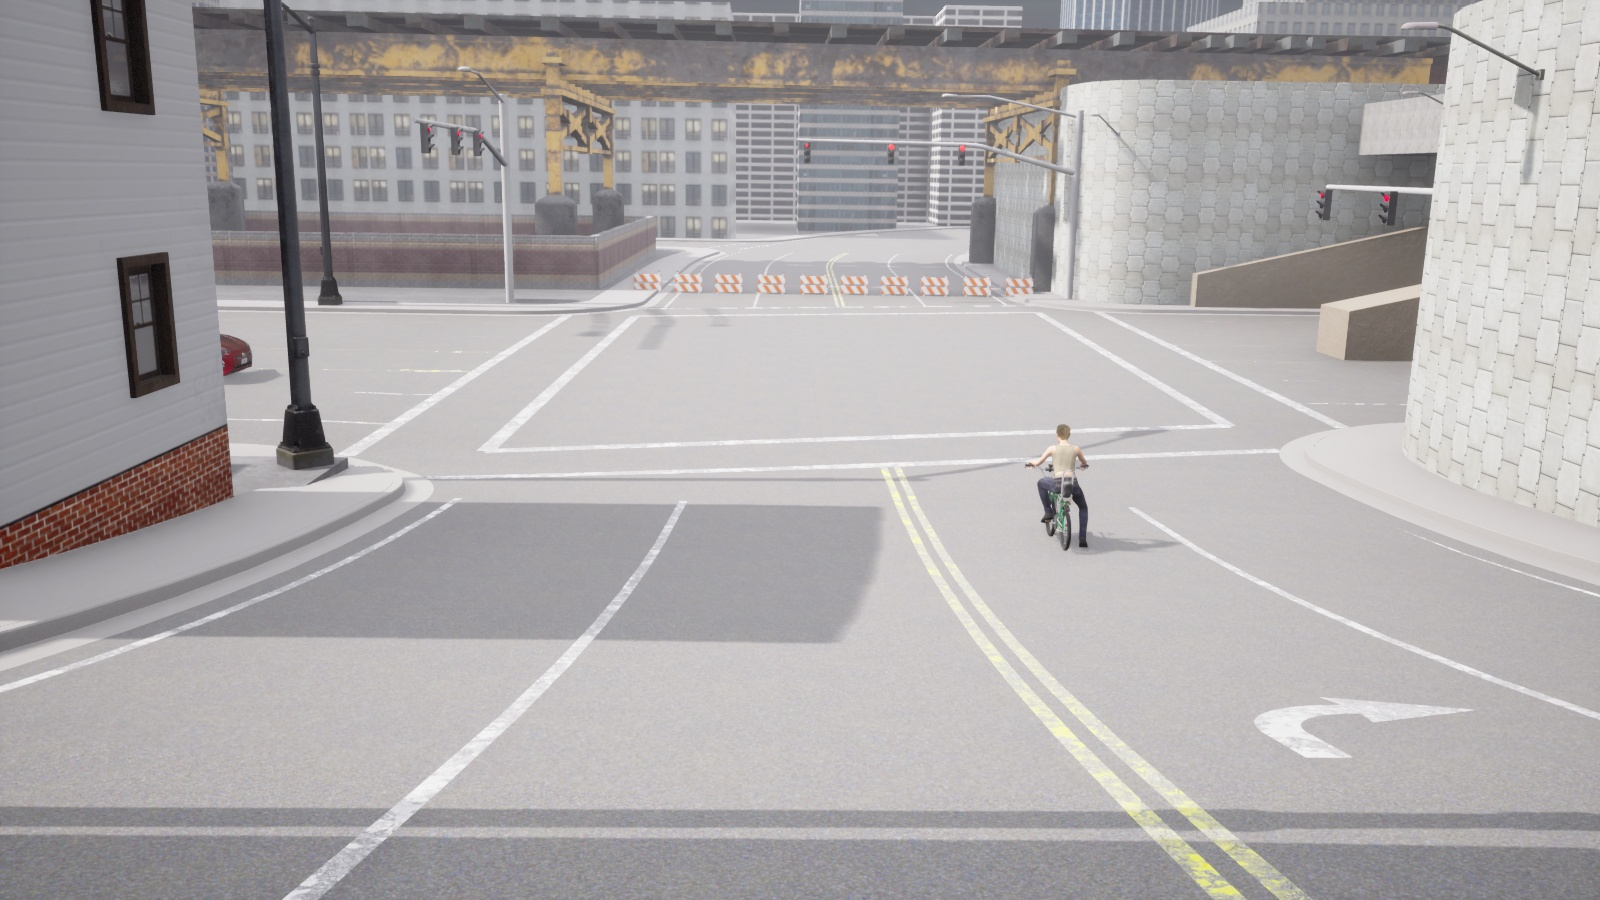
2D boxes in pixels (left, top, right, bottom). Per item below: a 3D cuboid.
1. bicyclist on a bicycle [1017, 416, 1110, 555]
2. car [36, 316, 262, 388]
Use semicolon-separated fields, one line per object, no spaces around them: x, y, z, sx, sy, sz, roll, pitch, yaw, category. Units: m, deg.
3.448;0.432;16.595;0.866;1.612;1.509;0;7;0;bicyclist on a bicycle
-16.291;-2.488;31.640;4.514;1.525;2.007;0;12;0;car
